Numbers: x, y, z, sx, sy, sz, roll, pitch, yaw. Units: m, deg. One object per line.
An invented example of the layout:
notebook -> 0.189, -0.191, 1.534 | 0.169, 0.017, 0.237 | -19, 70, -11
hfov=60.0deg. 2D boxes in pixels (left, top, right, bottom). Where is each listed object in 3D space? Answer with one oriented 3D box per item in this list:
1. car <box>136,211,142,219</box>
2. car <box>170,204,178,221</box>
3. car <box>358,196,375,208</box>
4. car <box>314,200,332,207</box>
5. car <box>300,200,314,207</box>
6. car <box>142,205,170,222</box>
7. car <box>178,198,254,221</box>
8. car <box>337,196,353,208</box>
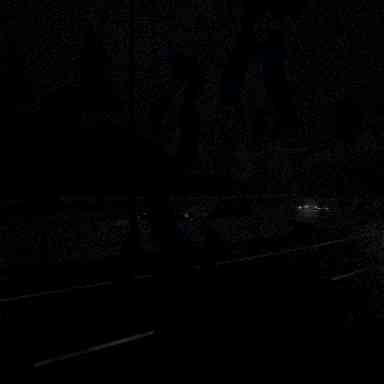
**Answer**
car -> -3.027, 1.981, 33.110 | 5.357, 1.411, 2.033 | 0, -1, -42
car -> 0.925, 1.808, 27.309 | 5.008, 1.535, 1.882 | 0, -1, -42
car -> 28.845, 1.673, 54.994 | 2.150, 2.045, 5.566 | -1, 0, 33
car -> 24.473, 2.150, 61.270 | 1.895, 1.301, 4.718 | -1, -1, 32
car -> 22.490, 2.187, 64.798 | 1.895, 1.301, 4.718 | -1, -1, 31
car -> -1.612, 1.859, 29.739 | 5.008, 1.535, 1.882 | 0, -1, -42
car -> 2.040, 1.496, 23.598 | 5.566, 2.045, 2.150 | 0, -1, -41
car -> 27.457, 1.727, 59.467 | 2.150, 2.045, 5.566 | -1, -1, 32
